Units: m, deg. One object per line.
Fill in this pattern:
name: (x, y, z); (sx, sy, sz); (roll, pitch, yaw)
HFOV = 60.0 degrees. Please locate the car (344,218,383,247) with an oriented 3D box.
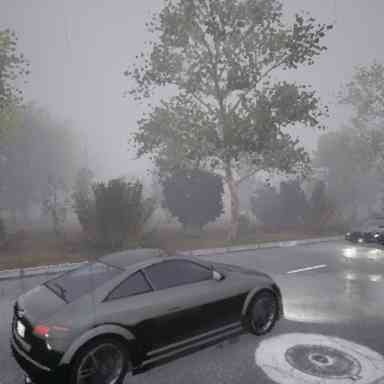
car: (10.464, 2.117, 18.163); (5.357, 1.411, 2.033); (3, -3, -38)

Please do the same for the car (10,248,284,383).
car: (-0.468, 1.599, 5.213); (4.181, 1.385, 1.994); (0, -1, -38)
